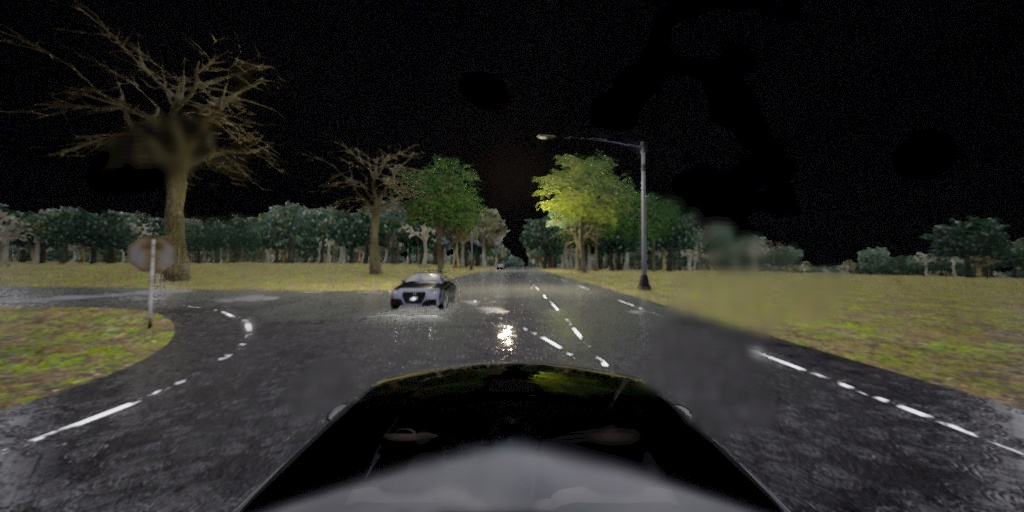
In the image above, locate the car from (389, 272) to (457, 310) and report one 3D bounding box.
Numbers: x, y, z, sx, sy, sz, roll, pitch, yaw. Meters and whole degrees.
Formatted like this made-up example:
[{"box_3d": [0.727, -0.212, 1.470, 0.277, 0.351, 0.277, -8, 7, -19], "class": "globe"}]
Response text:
[{"box_3d": [-3.465, 1.361, 14.670, 1.994, 1.385, 4.181, 1, -1, 0], "class": "car"}]
